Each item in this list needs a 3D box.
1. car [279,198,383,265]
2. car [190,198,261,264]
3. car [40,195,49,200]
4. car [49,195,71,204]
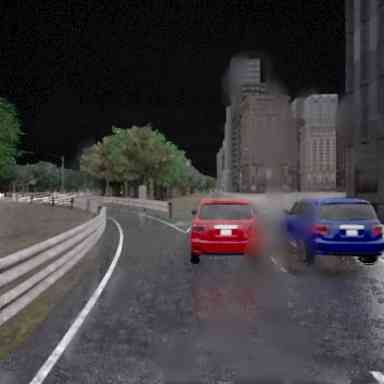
[{"bbox_3d":[4.645,1.224,11.938,2.150,2.045,5.566,0,0,4],"label":"car"},{"bbox_3d":[1.138,1.238,12.135,2.150,2.045,5.566,0,0,4],"label":"car"},{"bbox_3d":[-29.593,1.191,66.412,1.895,1.301,4.718,0,1,-35],"label":"car"},{"bbox_3d":[-22.943,1.322,58.578,1.882,1.535,5.008,0,1,-42],"label":"car"}]
